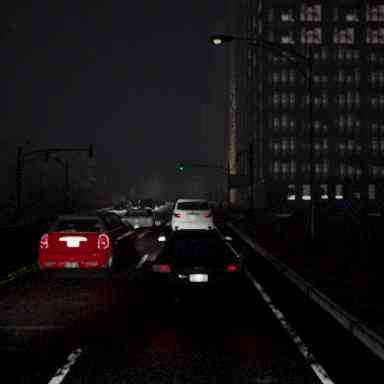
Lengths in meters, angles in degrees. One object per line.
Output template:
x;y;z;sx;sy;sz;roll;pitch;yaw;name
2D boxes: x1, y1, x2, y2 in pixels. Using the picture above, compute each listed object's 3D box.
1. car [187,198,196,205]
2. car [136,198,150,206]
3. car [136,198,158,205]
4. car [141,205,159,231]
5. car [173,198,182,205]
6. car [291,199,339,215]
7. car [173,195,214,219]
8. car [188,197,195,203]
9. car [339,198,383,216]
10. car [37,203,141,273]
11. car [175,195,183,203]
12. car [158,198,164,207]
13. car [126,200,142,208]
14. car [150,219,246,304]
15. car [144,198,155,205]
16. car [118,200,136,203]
-0.186;2.227;78.713;2.033;1.411;5.357;0;-1;0;car
-9.919;2.051;67.653;2.128;1.511;4.902;0;-1;0;car
-6.705;1.882;50.267;1.837;1.490;4.892;0;-1;0;car
-3.402;1.733;21.705;1.895;1.301;4.718;0;0;-4;car
-3.436;2.165;78.706;1.882;1.535;5.008;0;-1;0;car
13.373;1.731;35.266;5.357;1.411;2.033;0;-2;-1;car
0.074;1.338;19.186;2.150;2.045;5.566;0;0;1;car
-0.210;2.181;89.136;1.882;1.535;5.008;0;-1;0;car
16.249;1.504;29.891;4.829;1.417;1.752;0;-2;-1;car
-3.174;1.411;10.987;2.097;1.767;4.553;0;0;0;car
-3.461;1.929;89.161;2.150;2.045;5.566;0;-1;0;car
-6.704;2.071;59.523;1.895;1.301;4.718;0;-1;0;car
-9.957;2.051;57.622;1.895;1.301;4.718;0;-1;0;car
0.091;1.608;8.312;1.994;1.385;4.181;0;0;-1;car
-9.934;2.153;77.927;1.882;1.535;5.008;0;-1;0;car
-9.955;1.962;48.456;1.895;1.301;4.718;0;-1;0;car
